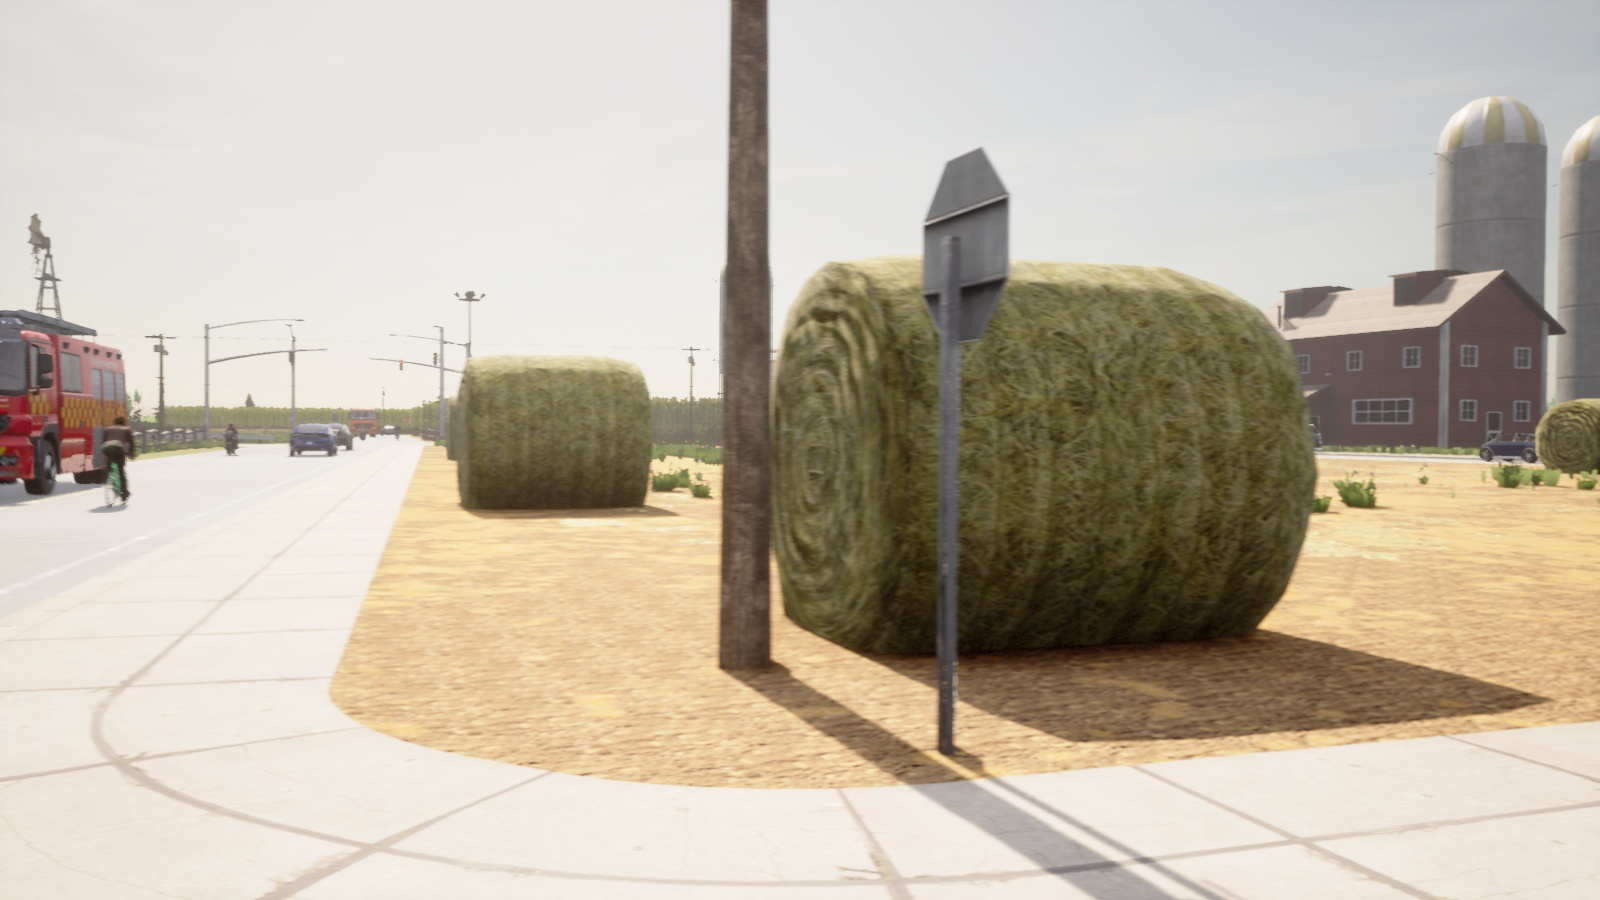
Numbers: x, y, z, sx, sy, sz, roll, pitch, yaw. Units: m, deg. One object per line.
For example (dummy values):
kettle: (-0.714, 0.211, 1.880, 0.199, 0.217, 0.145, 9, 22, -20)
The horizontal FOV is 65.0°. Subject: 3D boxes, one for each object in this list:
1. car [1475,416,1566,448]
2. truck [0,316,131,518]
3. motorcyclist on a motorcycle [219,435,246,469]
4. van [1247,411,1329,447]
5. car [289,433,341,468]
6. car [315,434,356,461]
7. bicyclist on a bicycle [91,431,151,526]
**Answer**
car: (36.547, -0.910, 63.799, 1.789, 1.549, 3.705, -1, 1, -20)
truck: (-17.306, -0.654, 27.550, 2.891, 3.827, 8.468, -1, 1, -16)
motorcyclist on a motorcycle: (-26.176, 0.069, 57.952, 0.797, 1.523, 2.044, -1, 1, -16)
van: (28.898, -1.249, 74.494, 2.069, 2.038, 4.480, -1, 1, -20)
car: (-23.123, -0.015, 59.979, 1.882, 1.535, 5.008, -1, 1, -16)
car: (-26.790, -0.163, 72.529, 1.837, 1.490, 4.892, -1, 1, -16)
bicyclist on a bicycle: (-12.172, 0.482, 22.536, 0.582, 1.620, 1.656, -1, 1, -16)
